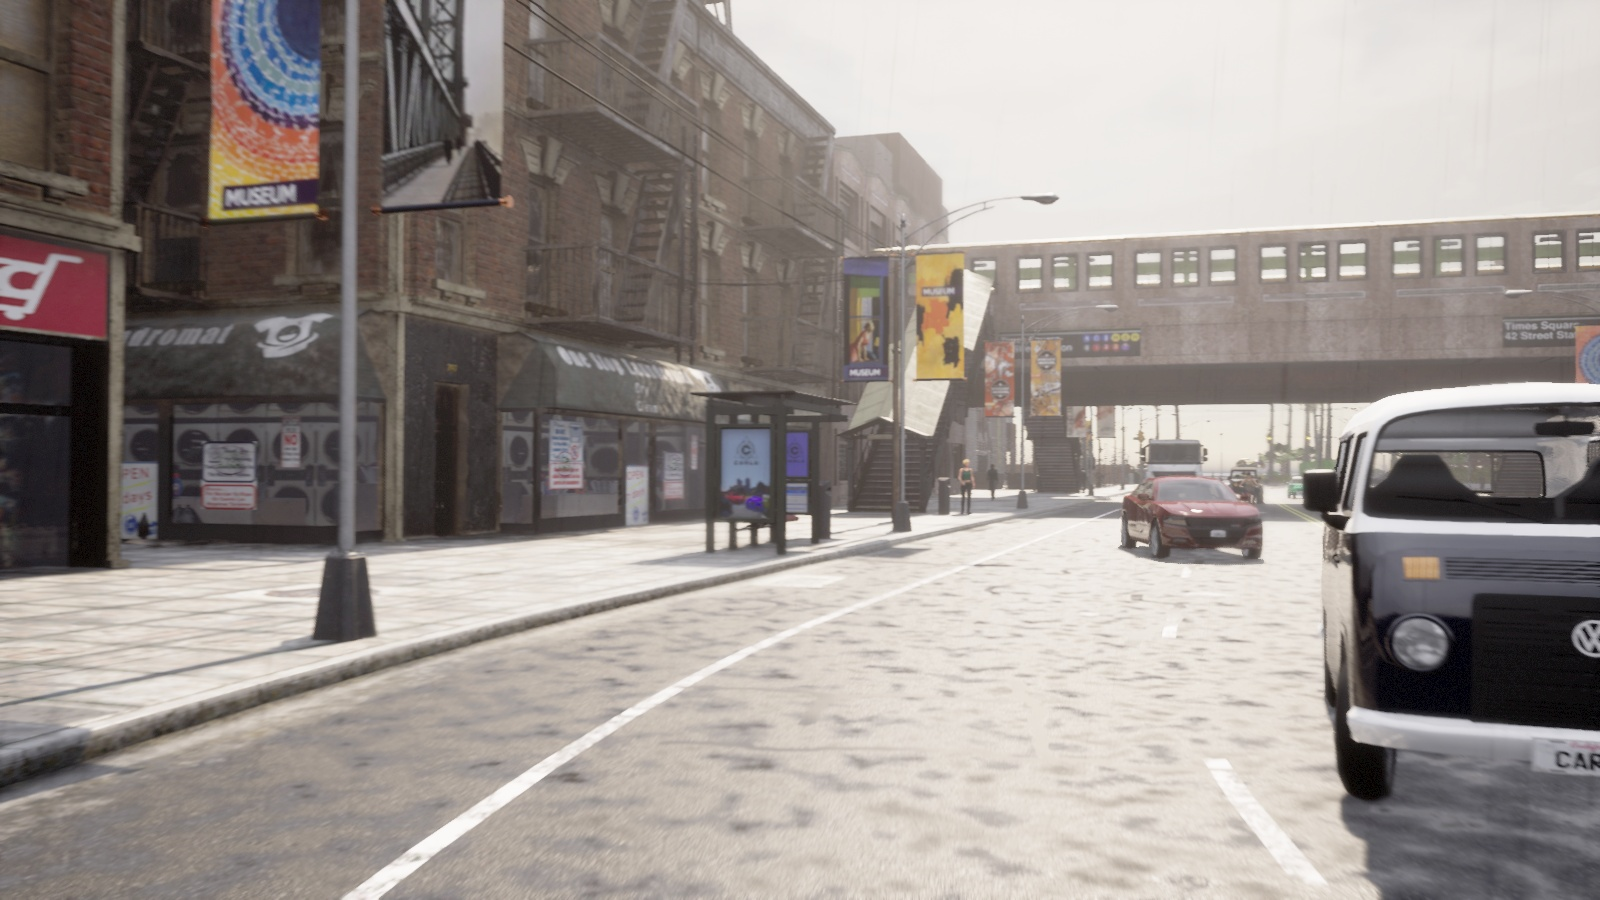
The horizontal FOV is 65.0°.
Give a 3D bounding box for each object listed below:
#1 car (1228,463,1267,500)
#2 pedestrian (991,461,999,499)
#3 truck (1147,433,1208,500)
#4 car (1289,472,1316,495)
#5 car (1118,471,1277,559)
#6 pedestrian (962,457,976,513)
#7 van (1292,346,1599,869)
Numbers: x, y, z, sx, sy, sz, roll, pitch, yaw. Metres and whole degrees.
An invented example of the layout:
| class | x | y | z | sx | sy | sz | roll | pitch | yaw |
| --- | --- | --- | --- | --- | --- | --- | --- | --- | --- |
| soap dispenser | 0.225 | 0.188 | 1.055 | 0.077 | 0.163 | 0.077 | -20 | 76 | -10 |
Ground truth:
| class | x | y | z | sx | sy | sz | roll | pitch | yaw |
| --- | --- | --- | --- | --- | --- | --- | --- | --- | --- |
| car | 23.761 | 1.660 | 66.789 | 1.905 | 1.878 | 3.866 | 0 | -1 | 19 |
| pedestrian | 9.587 | 1.475 | 61.583 | 0.353 | 1.847 | 0.614 | 0 | -1 | 11 |
| truck | 20.901 | 0.932 | 69.244 | 2.891 | 3.462 | 7.936 | 0 | -1 | 19 |
| car | 31.505 | 2.097 | 78.781 | 1.481 | 1.376 | 2.207 | 0 | -1 | 18 |
| car | 7.590 | 1.181 | 24.501 | 1.882 | 1.535 | 5.008 | 0 | -1 | 5 |
| pedestrian | 5.546 | 1.146 | 41.210 | 0.345 | 1.836 | 0.594 | 0 | -1 | -1 |
| van | 3.880 | 0.644 | 7.003 | 2.069 | 2.038 | 4.480 | -1 | -1 | 21 |
